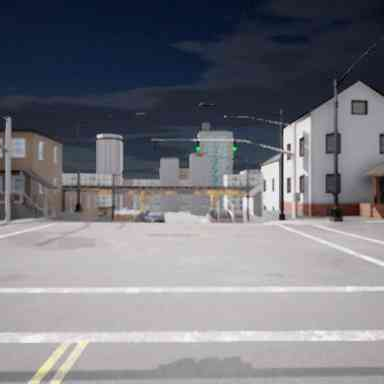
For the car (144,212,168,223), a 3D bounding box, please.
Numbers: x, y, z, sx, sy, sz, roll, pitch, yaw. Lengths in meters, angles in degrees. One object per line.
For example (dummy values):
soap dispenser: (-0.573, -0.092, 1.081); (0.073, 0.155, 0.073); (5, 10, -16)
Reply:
car: (-3.561, 2.667, 32.870); (1.812, 1.442, 4.674); (0, -9, 0)
